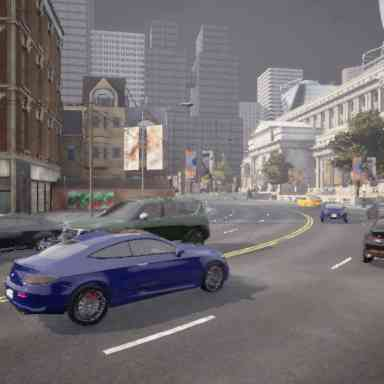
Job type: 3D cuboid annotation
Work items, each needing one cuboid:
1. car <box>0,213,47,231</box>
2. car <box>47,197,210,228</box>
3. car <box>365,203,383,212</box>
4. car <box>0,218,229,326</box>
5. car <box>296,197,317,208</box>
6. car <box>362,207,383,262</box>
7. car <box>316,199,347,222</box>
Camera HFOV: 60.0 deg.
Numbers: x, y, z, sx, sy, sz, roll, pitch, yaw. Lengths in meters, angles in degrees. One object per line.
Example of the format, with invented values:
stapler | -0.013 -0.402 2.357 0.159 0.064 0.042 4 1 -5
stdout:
car | -6.791 1.512 11.737 4.674 1.442 1.812 0 0 -40
car | -1.696 1.211 11.576 2.150 2.045 5.566 1 0 44
car | 14.340 1.537 24.926 2.033 1.411 5.357 0 0 19
car | -1.271 1.520 7.042 4.674 1.442 1.812 0 0 -40
car | 16.727 1.449 47.832 1.882 1.535 5.008 0 0 -6
car | 7.111 1.502 11.267 1.837 1.490 4.892 1 1 37
car | 10.985 1.511 26.093 1.812 1.442 4.674 0 0 19
